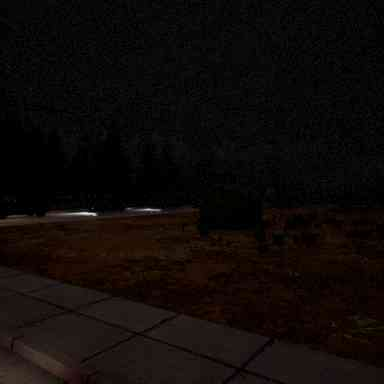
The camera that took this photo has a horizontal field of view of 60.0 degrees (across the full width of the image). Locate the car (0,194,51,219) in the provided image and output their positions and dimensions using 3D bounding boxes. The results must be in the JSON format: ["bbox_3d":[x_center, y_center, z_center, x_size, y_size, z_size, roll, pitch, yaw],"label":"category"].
[{"bbox_3d":[-15.488,1.248,29.727,2.150,2.045,5.566,0,0,36],"label":"car"}]

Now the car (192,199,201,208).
[{"bbox_3d":[1.938,1.591,47.246,1.994,1.385,4.181,0,0,39],"label":"car"}]

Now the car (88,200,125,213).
[{"bbox_3d":[-9.588,1.591,37.702,1.994,1.385,4.181,0,0,37],"label":"car"}]

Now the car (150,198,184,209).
[{"bbox_3d":[-3.386,1.574,46.082,2.033,1.411,5.357,0,0,37],"label":"car"}]
